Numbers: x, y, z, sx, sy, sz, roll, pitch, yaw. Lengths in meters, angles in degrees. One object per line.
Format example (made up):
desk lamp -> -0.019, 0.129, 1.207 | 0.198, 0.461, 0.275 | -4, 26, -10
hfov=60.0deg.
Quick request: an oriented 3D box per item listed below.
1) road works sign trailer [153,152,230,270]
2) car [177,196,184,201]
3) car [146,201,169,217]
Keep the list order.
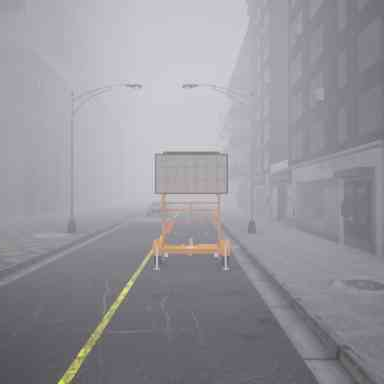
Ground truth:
road works sign trailer -> -0.019, 0.467, 11.038 | 2.380, 3.560, 2.880 | 0, 0, 0
car -> -3.135, 1.734, 91.415 | 2.033, 1.411, 5.357 | 0, 0, 0
car -> -3.146, 1.570, 31.534 | 2.033, 1.411, 5.357 | 0, 0, 0
